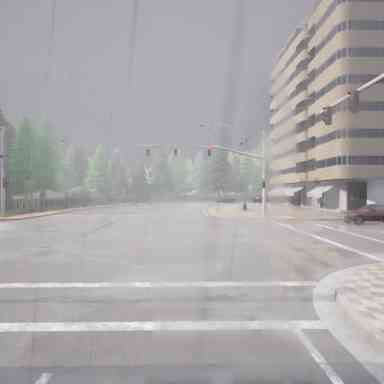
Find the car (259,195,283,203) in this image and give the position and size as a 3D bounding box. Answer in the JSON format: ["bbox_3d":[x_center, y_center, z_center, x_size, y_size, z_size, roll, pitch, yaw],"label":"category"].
[{"bbox_3d":[17.586,1.525,73.664,4.902,1.511,2.128,0,0,-23],"label":"car"}]

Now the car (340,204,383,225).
[{"bbox_3d":[13.191,1.581,24.039,4.674,1.442,1.812,0,0,-1],"label":"car"}]

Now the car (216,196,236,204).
[{"bbox_3d":[6.826,1.491,65.639,2.128,1.511,4.902,0,0,43],"label":"car"}]

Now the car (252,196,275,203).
[{"bbox_3d":[14.269,1.525,67.786,4.674,1.442,1.812,0,0,-34],"label":"car"}]
